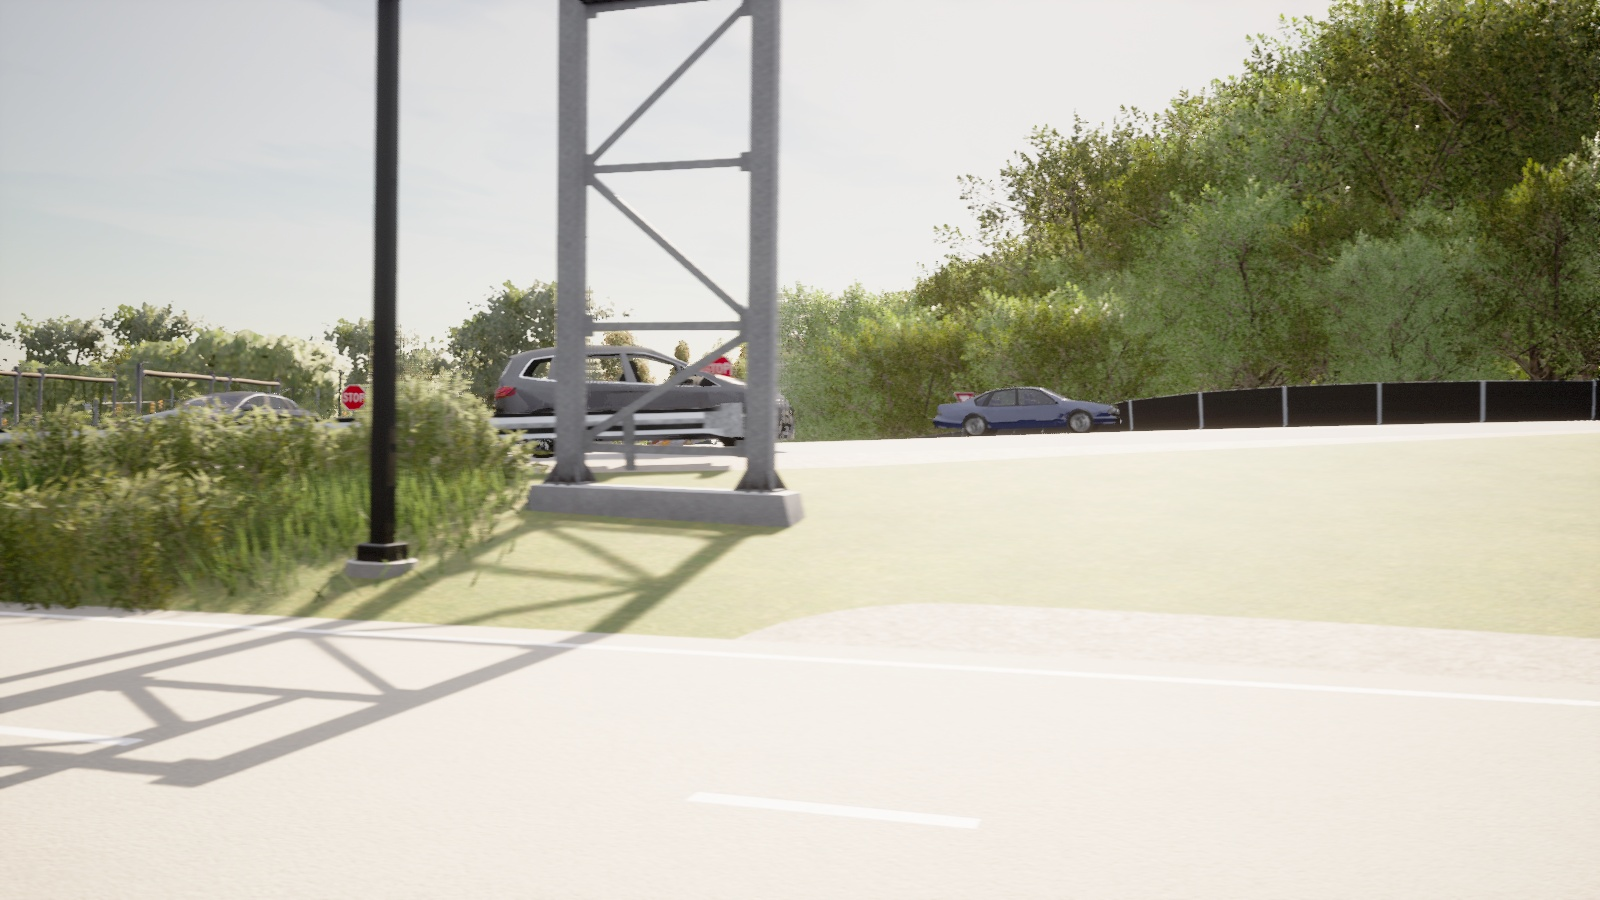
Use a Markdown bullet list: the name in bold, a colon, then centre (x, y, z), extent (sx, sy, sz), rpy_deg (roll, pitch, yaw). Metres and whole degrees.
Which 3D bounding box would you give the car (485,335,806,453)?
- **car**: centre (-2.346, -0.852, 19.357), extent (4.611, 1.667, 2.242), rpy_deg (-1, 2, -7)

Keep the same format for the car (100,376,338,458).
- **car**: centre (-12.133, -0.621, 26.665), extent (2.128, 1.511, 4.902), rpy_deg (-2, -1, 10)

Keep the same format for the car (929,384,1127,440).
- **car**: centre (6.641, -1.081, 36.523), extent (5.357, 1.411, 2.033), rpy_deg (-1, 0, 20)
